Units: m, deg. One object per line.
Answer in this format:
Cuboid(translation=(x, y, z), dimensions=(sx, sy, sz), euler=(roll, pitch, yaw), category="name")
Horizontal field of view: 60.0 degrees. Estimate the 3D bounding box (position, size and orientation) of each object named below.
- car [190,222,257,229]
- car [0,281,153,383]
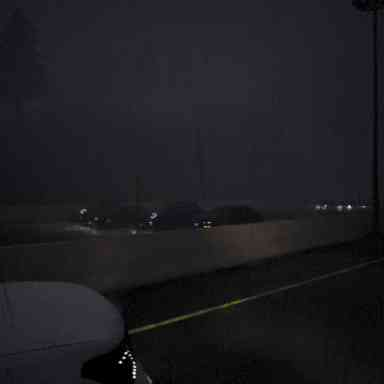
Cuboid(translation=(2.073, 1.496, 19.166), dimensions=(4.892, 1.490, 1.837), euler=(0, 0, -40), category="car")
Cuboid(translation=(-2.950, 1.227, 1.693), dimensions=(5.566, 2.045, 2.150), euler=(0, 0, -35), category="car")
